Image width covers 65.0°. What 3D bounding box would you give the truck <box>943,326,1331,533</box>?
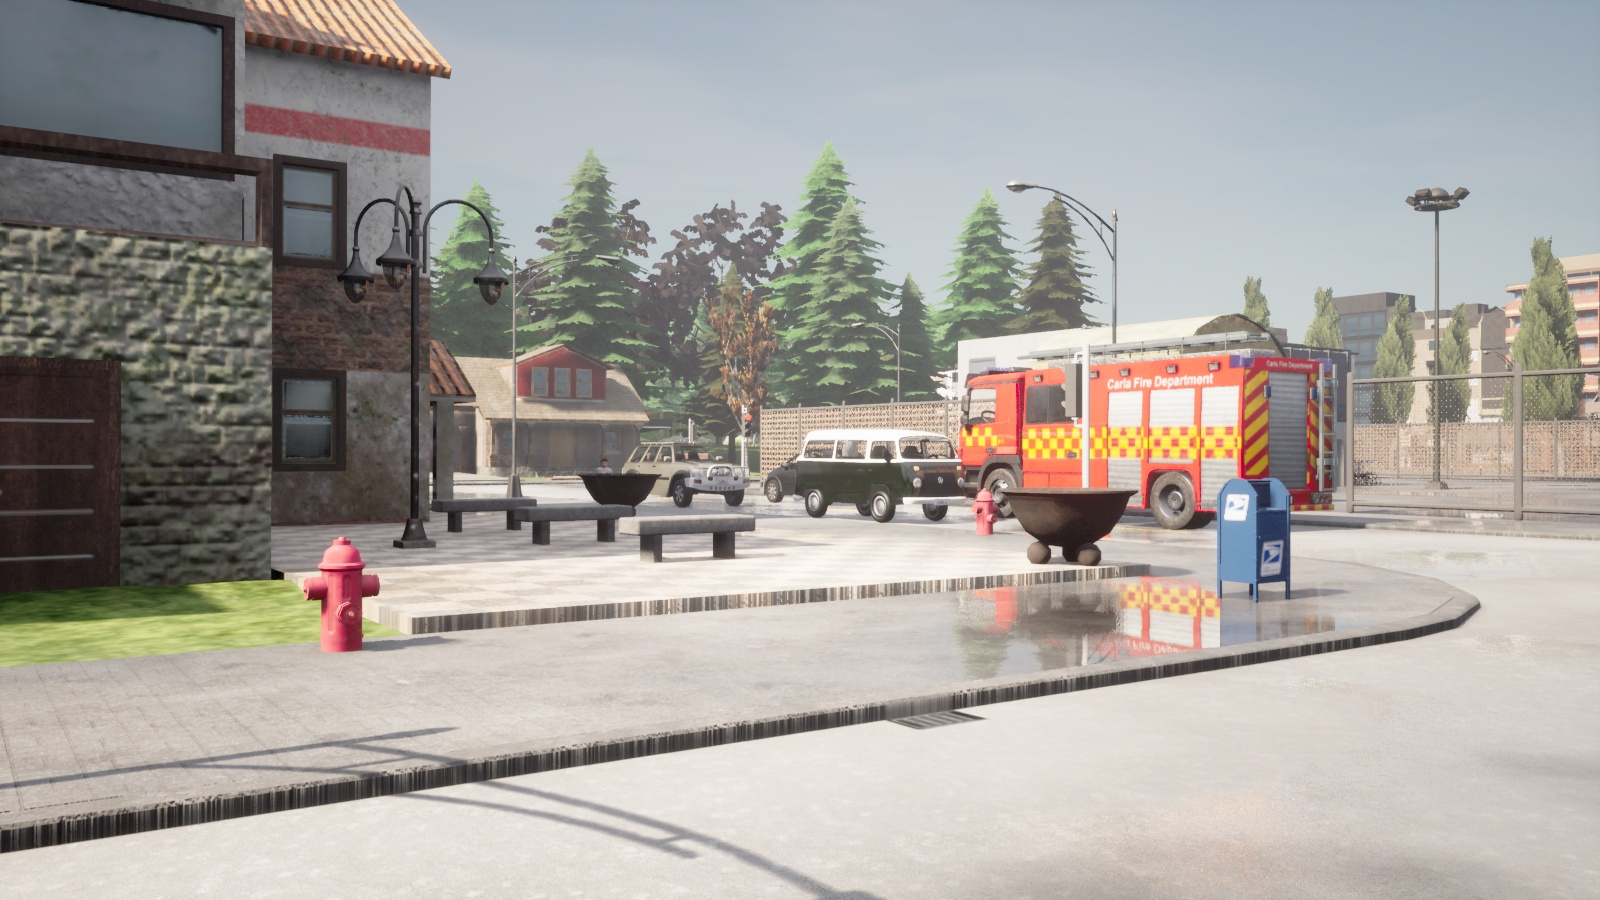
[{"bbox_3d":[6.963,-0.367,27.552,2.891,3.827,8.468,0,0,-33],"label":"truck"}]

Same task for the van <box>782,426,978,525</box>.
[{"bbox_3d":[1.707,0.534,28.255,2.069,2.038,4.480,0,0,-35],"label":"van"}]

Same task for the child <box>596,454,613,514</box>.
[{"bbox_3d":[-4.201,0.728,26.958,0.270,1.263,0.437,0,0,-23],"label":"child"}]

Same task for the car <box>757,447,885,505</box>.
[{"bbox_3d":[0.555,0.732,36.941,1.851,1.617,3.988,0,0,-33],"label":"car"}]

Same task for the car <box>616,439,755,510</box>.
[{"bbox_3d":[-3.326,0.656,35.614,1.932,1.855,4.605,0,0,-35],"label":"car"}]
